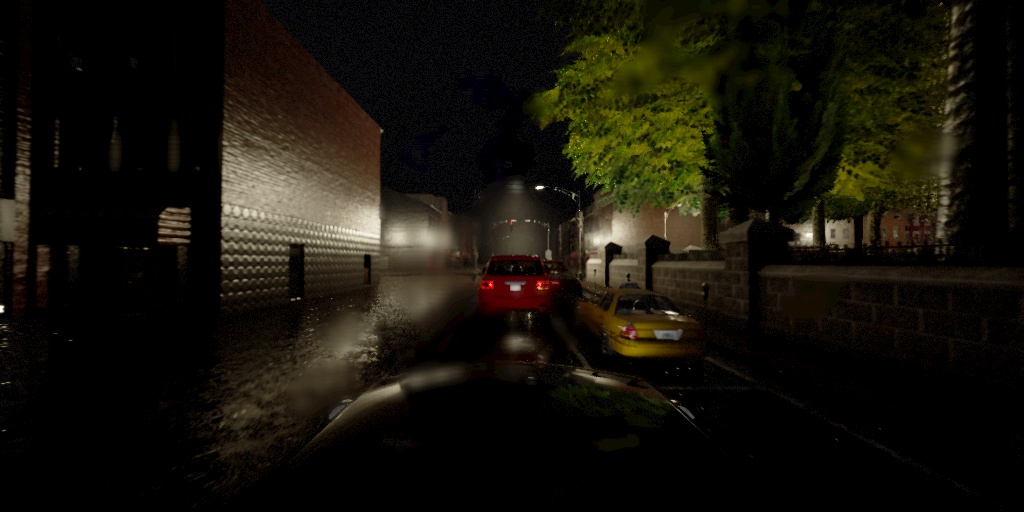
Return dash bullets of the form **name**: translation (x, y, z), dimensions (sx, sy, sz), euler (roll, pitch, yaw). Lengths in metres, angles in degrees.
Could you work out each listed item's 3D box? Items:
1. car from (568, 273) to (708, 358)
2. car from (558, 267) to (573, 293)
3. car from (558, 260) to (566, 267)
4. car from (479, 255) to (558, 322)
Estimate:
- **car**: translation (2.639, 1.308, 8.389), dimensions (1.751, 1.417, 4.829), euler (0, 0, 0)
- **car**: translation (2.640, 1.424, 19.117), dimensions (1.802, 1.307, 4.207), euler (0, 0, 0)
- **car**: translation (2.641, 1.189, 24.566), dimensions (2.192, 1.841, 5.009), euler (0, 0, 0)
- **car**: translation (0.100, 1.021, 12.566), dimensions (2.150, 2.045, 5.566), euler (0, -1, 0)
